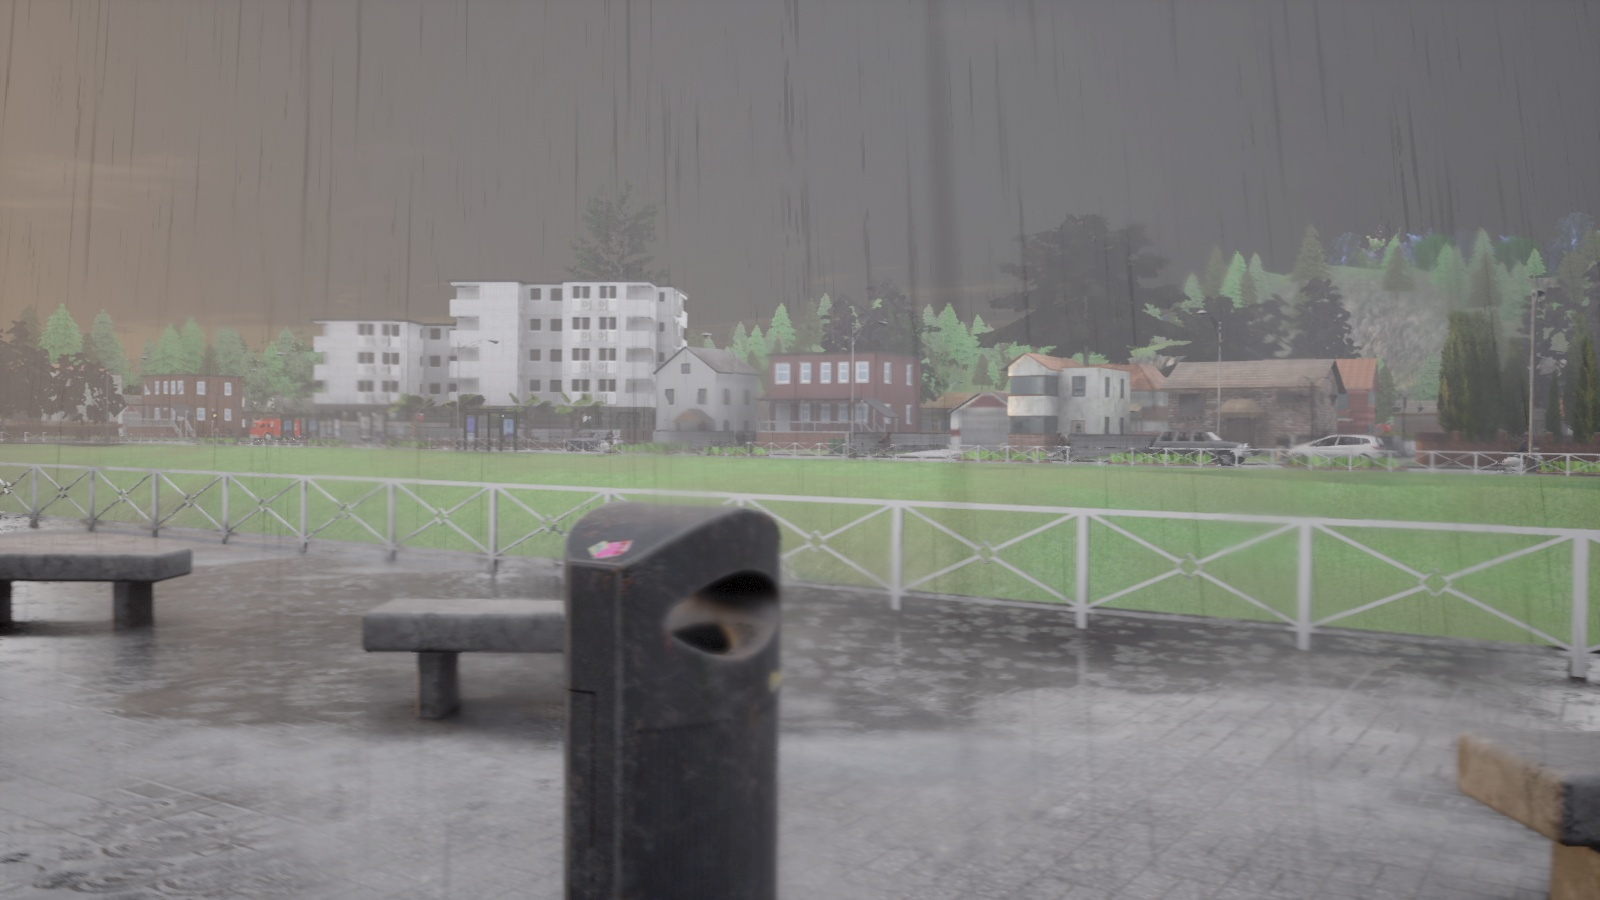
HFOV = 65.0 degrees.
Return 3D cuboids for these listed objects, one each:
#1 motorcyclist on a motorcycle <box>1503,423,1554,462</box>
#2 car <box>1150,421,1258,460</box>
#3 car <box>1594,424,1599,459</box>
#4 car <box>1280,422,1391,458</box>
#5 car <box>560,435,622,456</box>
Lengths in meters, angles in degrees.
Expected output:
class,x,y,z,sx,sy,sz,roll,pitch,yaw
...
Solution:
class,x,y,z,sx,sy,sz,roll,pitch,yaw
motorcyclist on a motorcycle,30.770,-0.318,53.027,1.817,1.590,0.866,0,1,34
car,19.460,-0.454,60.542,4.605,1.855,1.932,0,1,34
car,36.743,-0.390,53.860,4.514,1.525,2.007,0,1,34
car,25.987,-0.492,61.007,4.611,1.667,2.242,0,1,34
car,-14.681,-0.323,88.042,4.193,1.474,1.816,0,1,34
